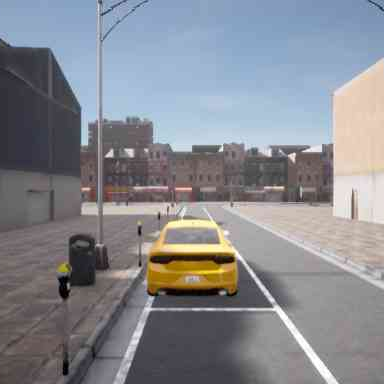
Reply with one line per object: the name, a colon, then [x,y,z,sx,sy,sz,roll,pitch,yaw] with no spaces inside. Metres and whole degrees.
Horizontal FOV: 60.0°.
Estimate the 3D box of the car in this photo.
car: [0.006,1.467,8.651,1.882,1.535,5.008,0,0,0]
